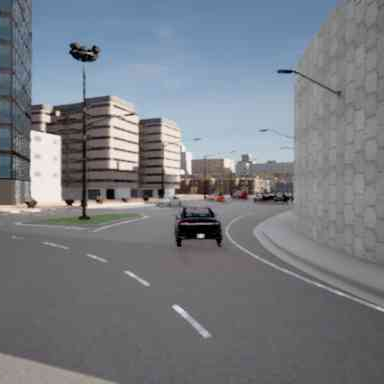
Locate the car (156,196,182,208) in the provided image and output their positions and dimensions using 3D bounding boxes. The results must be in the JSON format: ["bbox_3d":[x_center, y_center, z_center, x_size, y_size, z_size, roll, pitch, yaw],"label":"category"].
[{"bbox_3d":[-2.888,1.222,43.092,1.812,1.442,4.674,0,0,24],"label":"car"}]

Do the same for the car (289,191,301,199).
[{"bbox_3d":[24.105,0.761,77.465,2.097,1.767,4.553,0,0,24],"label":"car"}]

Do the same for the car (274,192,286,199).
[{"bbox_3d":[20.922,0.883,78.923,1.837,1.490,4.892,0,0,24],"label":"car"}]

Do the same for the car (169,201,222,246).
[{"bbox_3d":[0.161,1.392,14.765,2.128,1.511,4.902,0,0,-4],"label":"car"}]

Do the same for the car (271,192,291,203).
[{"bbox_3d":[15.661,1.172,58.493,1.837,1.490,4.892,0,0,25],"label":"car"}]

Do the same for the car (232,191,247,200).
[{"bbox_3d":[10.521,0.771,72.815,2.150,2.045,5.566,0,0,24],"label":"car"}]

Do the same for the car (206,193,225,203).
[{"bbox_3d":[4.165,0.971,58.746,2.097,1.767,4.553,0,0,25],"label":"car"}]

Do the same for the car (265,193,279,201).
[{"bbox_3d":[16.847,1.071,69.818,1.882,1.535,5.008,0,0,24],"label":"car"}]

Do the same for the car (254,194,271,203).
[{"bbox_3d":[12.513,1.134,60.009,2.128,1.511,4.902,0,0,25],"label":"car"}]
